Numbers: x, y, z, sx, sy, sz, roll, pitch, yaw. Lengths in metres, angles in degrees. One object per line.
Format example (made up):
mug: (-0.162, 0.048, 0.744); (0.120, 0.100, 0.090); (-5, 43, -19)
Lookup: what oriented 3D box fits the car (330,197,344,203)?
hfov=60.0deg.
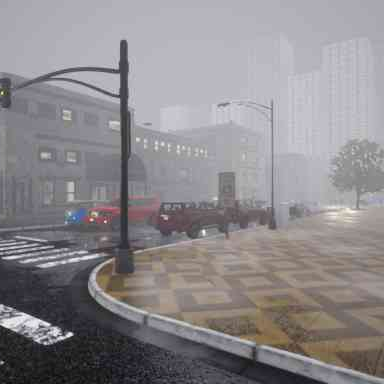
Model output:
car: (34.858, 1.915, 81.214); (2.008, 1.369, 4.403); (-1, -1, 35)

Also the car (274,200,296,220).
car: (6.531, 1.616, 26.810); (1.887, 1.381, 4.507); (-1, -1, 35)

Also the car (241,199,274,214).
car: (7.627, 1.640, 38.330); (1.837, 1.490, 4.892); (0, 0, 36)

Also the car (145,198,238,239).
car: (0.137, 1.350, 17.801); (2.192, 1.841, 5.009); (-1, -1, 35)

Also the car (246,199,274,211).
car: (9.285, 1.723, 45.172); (2.008, 1.369, 4.403); (-1, -1, 35)

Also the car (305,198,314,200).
car: (22.072, 1.816, 63.194); (2.008, 1.369, 4.403); (-1, -1, 35)

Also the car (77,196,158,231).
car: (-4.246, 1.285, 21.626); (2.150, 2.045, 5.566); (0, 0, 35)

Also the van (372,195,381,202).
van: (44.890, 1.694, 80.875); (1.690, 1.788, 3.998); (-1, -1, 35)

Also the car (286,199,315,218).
car: (9.728, 1.657, 31.315); (1.947, 1.339, 4.313); (-1, -1, 35)

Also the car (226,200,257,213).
car: (6.088, 1.701, 40.667); (2.008, 1.369, 4.403); (-1, -1, 35)

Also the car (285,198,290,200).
car: (15.579, 1.742, 54.044); (1.752, 1.417, 4.829); (-1, -1, 35)

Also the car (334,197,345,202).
car: (38.055, 1.936, 85.719); (1.887, 1.381, 4.507); (-1, -1, 35)

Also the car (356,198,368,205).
car: (32.104, 1.801, 62.851); (2.008, 1.369, 4.403); (-1, -1, 35)

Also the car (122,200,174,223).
car: (-3.502, 1.531, 27.152); (1.967, 1.590, 4.097); (-1, -1, 35)

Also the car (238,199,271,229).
car: (3.333, 1.368, 22.306); (2.192, 1.841, 5.009); (-1, -1, 35)

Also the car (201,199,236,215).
car: (2.892, 1.570, 36.164); (1.967, 1.590, 4.097); (-1, -1, 35)

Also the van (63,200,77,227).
van: (-6.699, 1.414, 22.648); (1.690, 1.788, 3.998); (-1, 0, 35)

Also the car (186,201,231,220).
car: (1.592, 1.622, 29.835); (1.812, 1.442, 4.674); (0, 0, 36)
